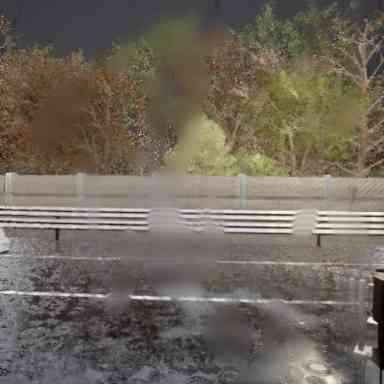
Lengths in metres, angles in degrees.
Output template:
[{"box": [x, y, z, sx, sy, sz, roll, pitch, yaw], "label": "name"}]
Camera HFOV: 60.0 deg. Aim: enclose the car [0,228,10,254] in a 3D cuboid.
[{"box": [-7.522, 1.324, 9.281, 4.674, 1.442, 1.812, 1, 1, 7], "label": "car"}]
